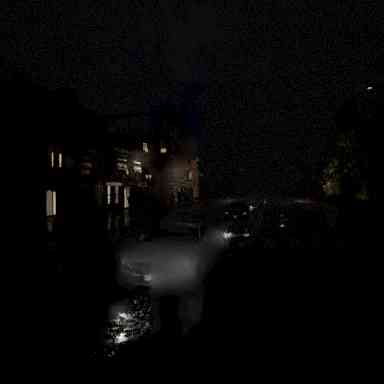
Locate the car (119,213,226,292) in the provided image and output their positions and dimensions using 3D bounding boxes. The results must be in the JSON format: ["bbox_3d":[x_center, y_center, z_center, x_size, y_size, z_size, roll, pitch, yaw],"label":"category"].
[{"bbox_3d":[-0.338,1.534,9.215,1.812,1.442,4.674,0,0,13],"label":"car"}]

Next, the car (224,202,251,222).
[{"bbox_3d":[3.703,1.538,26.660,1.812,1.442,4.674,0,0,13],"label":"car"}]
